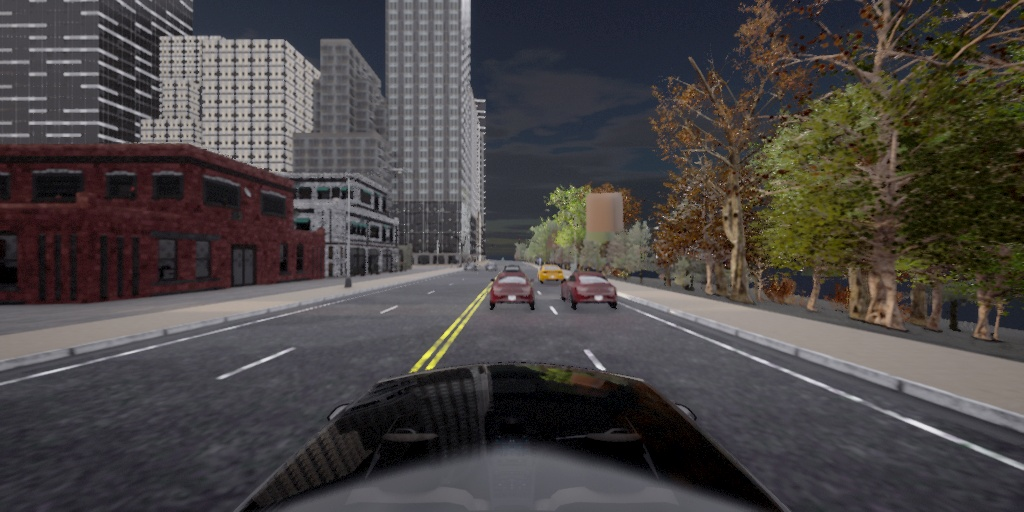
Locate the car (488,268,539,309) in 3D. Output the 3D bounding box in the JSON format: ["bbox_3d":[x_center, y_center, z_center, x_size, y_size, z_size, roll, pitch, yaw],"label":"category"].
[{"bbox_3d":[0.022,1.415,15.734,1.812,1.442,4.674,0,0,0],"label":"car"}]

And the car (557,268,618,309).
[{"bbox_3d":[3.271,1.415,15.730,1.812,1.442,4.674,0,0,0],"label":"car"}]

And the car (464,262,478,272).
[{"bbox_3d":[-6.579,1.769,57.332,2.128,1.511,4.902,0,0,0],"label":"car"}]

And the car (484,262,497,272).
[{"bbox_3d":[-3.328,1.769,57.332,2.128,1.511,4.902,0,0,0],"label":"car"}]

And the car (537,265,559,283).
[{"bbox_3d":[3.276,1.519,31.076,1.882,1.535,5.008,0,0,1],"label":"car"}]

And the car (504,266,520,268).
[{"bbox_3d":[0.019,1.542,30.324,1.837,1.490,4.892,0,0,0],"label":"car"}]
